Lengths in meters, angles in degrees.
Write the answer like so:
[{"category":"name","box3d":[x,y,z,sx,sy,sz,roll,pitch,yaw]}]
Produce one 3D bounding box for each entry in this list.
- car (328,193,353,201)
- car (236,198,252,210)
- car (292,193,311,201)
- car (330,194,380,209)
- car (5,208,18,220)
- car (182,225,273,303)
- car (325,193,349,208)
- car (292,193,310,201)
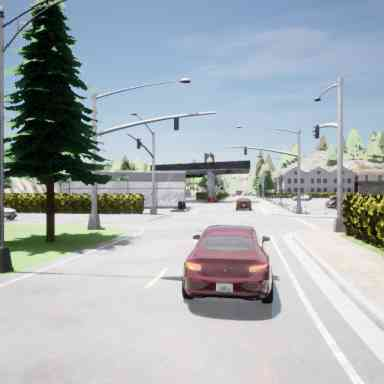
[{"category":"car","box3d":[33.225,1.097,74.496,4.605,1.855,1.932,0,0,9]},{"category":"car","box3d":[6.723,1.477,43.167,1.882,1.535,5.008,0,0,9]},{"category":"car","box3d":[25.974,1.077,78.983,3.866,1.878,1.905,0,0,9]},{"category":"car","box3d":[19.053,1.340,38.853,4.514,1.523,2.007,0,0,9]},{"category":"car","box3d":[-16.170,1.526,26.160,4.674,1.442,1.812,0,0,9]},{"category":"car","box3d":[0.932,1.526,8.159,1.812,1.442,4.674,0,0,9]},{"category":"car","box3d":[19.495,1.331,41.959,5.027,1.636,2.152,0,0,9]},{"category":"car","box3d":[24.846,1.361,75.796,3.806,1.475,1.970,0,0,9]}]
